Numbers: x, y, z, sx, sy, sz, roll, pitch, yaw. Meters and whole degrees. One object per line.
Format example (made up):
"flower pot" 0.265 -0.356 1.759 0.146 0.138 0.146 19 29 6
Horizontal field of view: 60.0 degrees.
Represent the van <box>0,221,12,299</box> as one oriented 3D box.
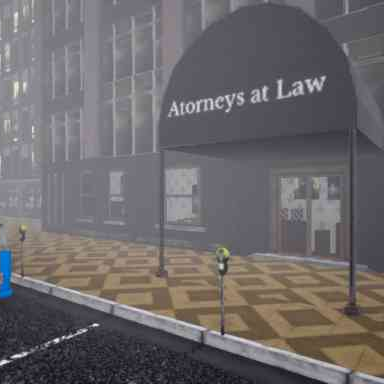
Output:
"van" -5.268 1.341 6.661 3.998 1.788 1.690 0 0 36
